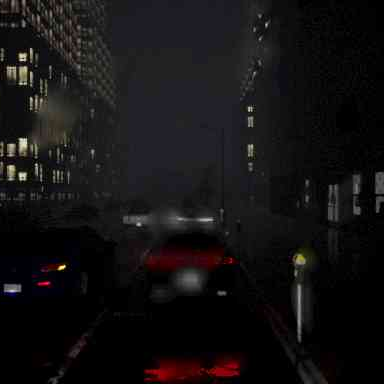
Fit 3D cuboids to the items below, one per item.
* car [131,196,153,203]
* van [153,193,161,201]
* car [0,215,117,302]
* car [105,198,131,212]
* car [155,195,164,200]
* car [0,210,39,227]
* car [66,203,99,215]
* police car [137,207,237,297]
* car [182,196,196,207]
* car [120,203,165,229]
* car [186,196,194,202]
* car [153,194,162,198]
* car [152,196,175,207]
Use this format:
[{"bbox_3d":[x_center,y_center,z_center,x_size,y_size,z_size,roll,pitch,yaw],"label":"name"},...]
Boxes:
[{"bbox_3d":[-6.220,1.549,39.737,1.994,1.385,4.181,0,0,0],"label":"car"},{"bbox_3d":[-8.831,1.286,84.106,1.690,1.788,3.998,0,0,0],"label":"van"},{"bbox_3d":[-3.146,1.525,8.151,1.812,1.442,4.674,0,0,0],"label":"car"},{"bbox_3d":[-8.833,1.537,38.569,2.008,1.369,4.403,0,0,0],"label":"car"},{"bbox_3d":[-8.832,1.504,89.799,1.947,1.339,4.313,0,0,0],"label":"car"},{"bbox_3d":[-8.833,1.563,15.800,1.947,1.339,4.313,0,0,0],"label":"car"},{"bbox_3d":[-8.832,1.575,27.183,1.802,1.307,4.206,0,0,0],"label":"car"},{"bbox_3d":[-0.012,1.424,8.759,1.930,1.638,5.238,0,0,0],"label":"police car"},{"bbox_3d":[-0.452,1.548,44.248,1.947,1.339,4.313,0,0,0],"label":"car"},{"bbox_3d":[-3.083,1.596,21.661,1.895,1.301,4.718,0,0,0],"label":"car"},{"bbox_3d":[-0.452,1.533,78.399,1.802,1.307,4.206,0,0,0],"label":"car"},{"bbox_3d":[-8.832,1.391,78.413,1.967,1.590,4.097,0,0,0],"label":"car"},{"bbox_3d":[-3.071,1.550,38.583,1.994,1.385,4.181,0,0,0],"label":"car"}]
